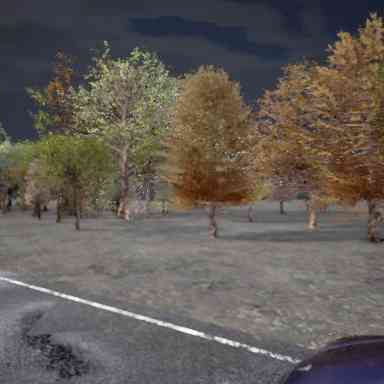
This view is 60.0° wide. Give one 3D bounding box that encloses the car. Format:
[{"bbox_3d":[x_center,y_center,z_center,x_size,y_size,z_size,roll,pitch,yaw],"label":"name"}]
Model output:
[{"bbox_3d":[2.750,1.513,1.608,4.792,1.488,2.163,-1,-1,36],"label":"car"}]
